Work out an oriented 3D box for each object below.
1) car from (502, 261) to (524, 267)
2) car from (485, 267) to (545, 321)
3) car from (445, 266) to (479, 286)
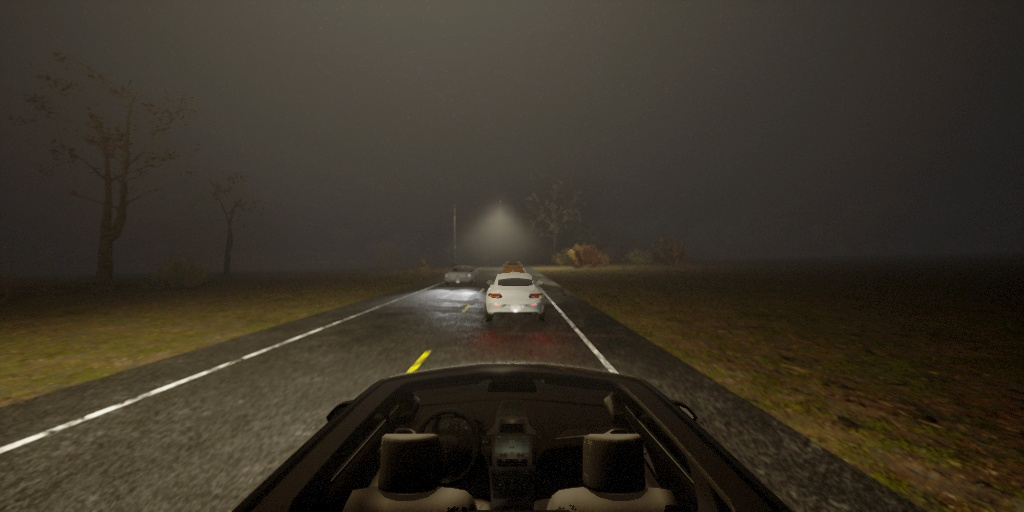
[{"bbox_3d":[0.100,1.245,35.015,1.882,1.535,5.008,0,0,0],"label":"car"},{"bbox_3d":[0.100,1.281,12.384,1.812,1.442,4.674,0,0,0],"label":"car"},{"bbox_3d":[-3.500,1.363,25.422,1.895,1.301,4.718,0,0,0],"label":"car"}]
